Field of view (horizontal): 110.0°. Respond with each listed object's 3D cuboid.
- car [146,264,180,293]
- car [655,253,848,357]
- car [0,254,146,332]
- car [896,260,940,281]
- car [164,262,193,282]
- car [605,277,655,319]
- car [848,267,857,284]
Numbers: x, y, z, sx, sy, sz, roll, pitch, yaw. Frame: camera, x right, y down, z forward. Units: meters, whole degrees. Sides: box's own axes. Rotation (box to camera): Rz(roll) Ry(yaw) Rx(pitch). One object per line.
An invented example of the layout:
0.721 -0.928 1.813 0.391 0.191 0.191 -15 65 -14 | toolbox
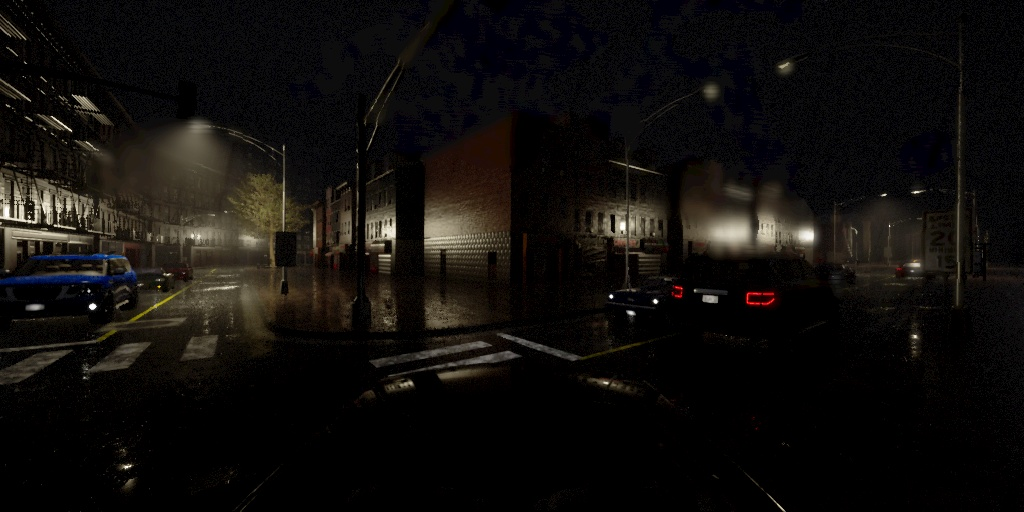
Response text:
-20.473 1.312 20.158 1.994 1.385 4.181 0 0 -37 | car
6.097 0.950 8.805 5.566 2.045 2.150 0 0 -37 | car
-13.714 0.965 11.267 2.150 2.045 5.566 0 -1 -37 | car
33.412 1.249 29.618 4.181 1.385 1.994 0 0 -37 | car
-26.858 1.236 28.564 1.882 1.535 5.008 0 0 -37 | car
5.148 1.316 11.672 4.718 1.301 1.895 0 0 -38 | car
21.707 1.232 24.320 5.357 1.411 2.033 0 0 -37 | car
